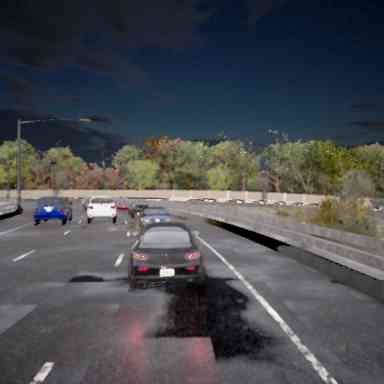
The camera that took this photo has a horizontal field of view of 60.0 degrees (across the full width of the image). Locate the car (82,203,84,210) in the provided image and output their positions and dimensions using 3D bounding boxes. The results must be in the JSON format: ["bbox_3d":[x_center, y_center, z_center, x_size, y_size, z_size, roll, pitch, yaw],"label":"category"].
[{"bbox_3d":[-13.304,1.743,43.774,2.033,1.411,5.357,0,0,-24],"label":"car"}]

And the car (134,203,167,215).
[{"bbox_3d":[-2.388,1.638,20.830,2.033,1.411,5.357,0,0,-11],"label":"car"}]

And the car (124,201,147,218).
[{"bbox_3d":[-5.120,1.640,31.965,1.837,1.490,4.892,0,-2,-16],"label":"car"}]

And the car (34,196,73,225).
[{"bbox_3d":[-10.472,1.340,25.410,2.150,2.045,5.566,0,0,-14],"label":"car"}]

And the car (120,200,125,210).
[{"bbox_3d":[-9.288,1.754,43.274,1.994,1.385,4.181,0,0,-23],"label":"car"}]

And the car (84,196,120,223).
[{"bbox_3d":[-7.291,1.339,27.038,2.150,2.045,5.566,0,-1,-15],"label":"car"}]

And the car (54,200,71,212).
[{"bbox_3d":[-16.731,1.795,42.837,1.895,1.301,4.718,0,0,-24],"label":"car"}]

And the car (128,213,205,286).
[{"bbox_3d":[-0.736,1.567,9.434,1.812,1.442,4.674,0,0,-5],"label":"car"}]
